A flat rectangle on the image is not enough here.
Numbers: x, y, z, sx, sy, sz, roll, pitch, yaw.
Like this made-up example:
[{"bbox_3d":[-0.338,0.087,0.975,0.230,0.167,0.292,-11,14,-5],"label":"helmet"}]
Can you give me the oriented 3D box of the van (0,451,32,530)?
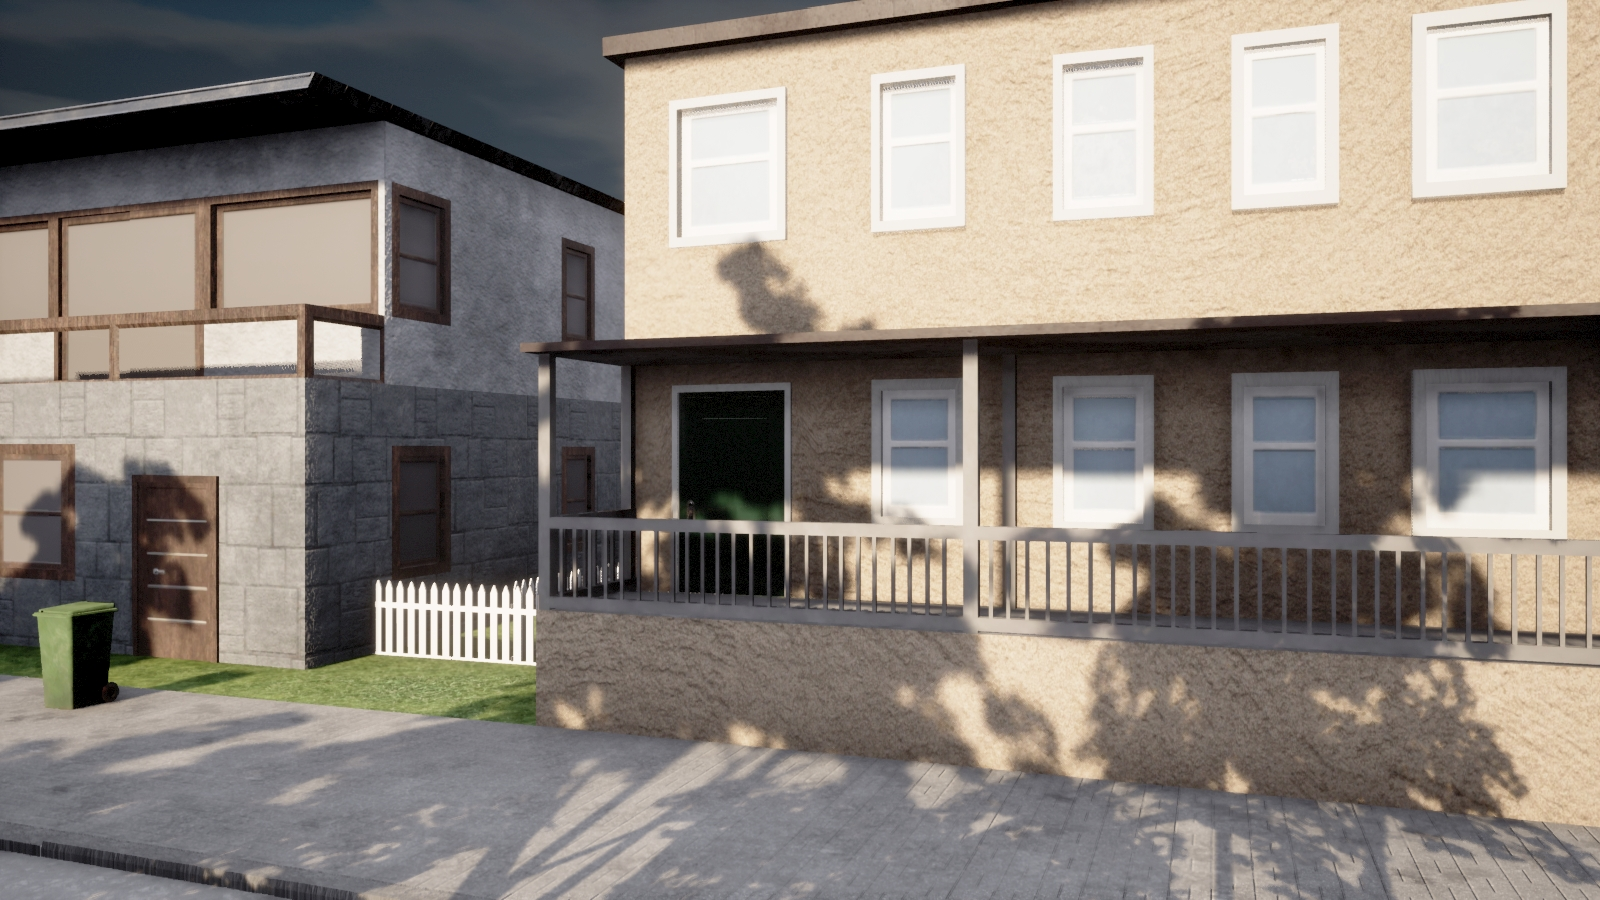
[{"bbox_3d":[-27.753,1.329,35.973,1.988,2.561,5.915,0,0,20],"label":"van"}]
